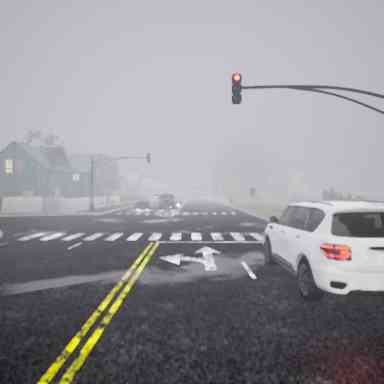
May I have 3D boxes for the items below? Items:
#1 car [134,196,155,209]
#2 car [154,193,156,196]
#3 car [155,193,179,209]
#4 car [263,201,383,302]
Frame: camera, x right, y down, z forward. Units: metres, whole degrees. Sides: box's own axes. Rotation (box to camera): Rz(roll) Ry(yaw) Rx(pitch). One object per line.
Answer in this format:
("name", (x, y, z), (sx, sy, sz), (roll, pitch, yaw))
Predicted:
("car", (-6.591, 1.576, 45.302), (1.994, 1.385, 4.181), (0, 0, 0))
("car", (-6.512, 1.258, 64.847), (2.150, 2.045, 5.566), (0, 0, 0))
("car", (-3.335, 1.233, 45.557), (2.150, 2.045, 5.566), (0, 0, 0))
("car", (3.348, 1.220, 8.384), (2.150, 2.045, 5.566), (0, 0, 0))
